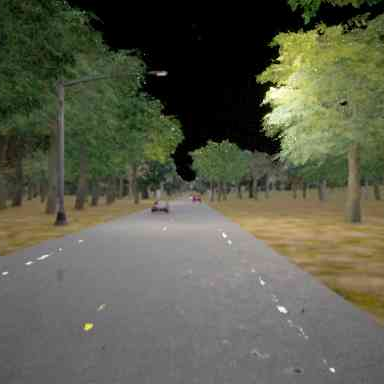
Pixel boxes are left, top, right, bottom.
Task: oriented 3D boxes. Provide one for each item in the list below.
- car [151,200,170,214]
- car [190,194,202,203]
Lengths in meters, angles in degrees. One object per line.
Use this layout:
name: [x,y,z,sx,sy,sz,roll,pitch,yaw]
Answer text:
car: [-3.586,1.692,38.562,1.882,1.535,5.008,0,0,0]
car: [1.237,1.720,82.695,2.150,2.045,5.566,0,0,0]
